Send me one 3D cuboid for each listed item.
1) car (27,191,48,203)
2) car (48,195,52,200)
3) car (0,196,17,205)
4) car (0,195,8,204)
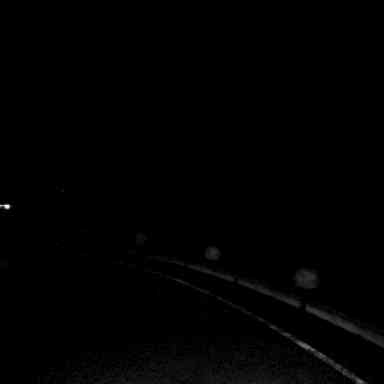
[{"bbox_3d":[-27.500,0.939,58.614,2.150,2.045,5.566,-1,0,-15],"label":"car"},{"bbox_3d":[-30.116,1.271,68.675,1.882,1.535,5.008,-1,-1,-15],"label":"car"},{"bbox_3d":[-29.420,1.318,52.981,1.994,1.385,4.181,-1,0,-14],"label":"car"},{"bbox_3d":[-38.468,1.500,63.565,5.366,1.575,1.946,-1,-1,-15],"label":"car"}]
